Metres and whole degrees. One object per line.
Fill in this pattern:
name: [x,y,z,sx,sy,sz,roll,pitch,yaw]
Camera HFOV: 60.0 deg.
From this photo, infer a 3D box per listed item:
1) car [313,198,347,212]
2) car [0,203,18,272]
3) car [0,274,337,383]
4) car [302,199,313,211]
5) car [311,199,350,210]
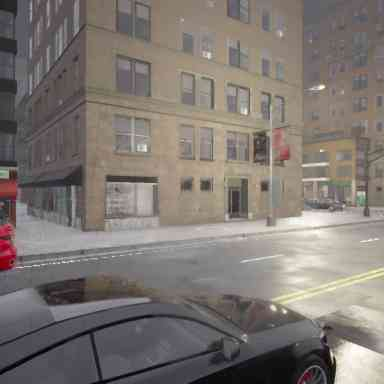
car: [15.159,1.484,38.252,2.128,1.511,4.902,0,0,-35]
car: [-6.723,1.221,6.875,5.566,2.045,2.150,0,0,-36]
car: [-0.663,1.526,2.966,4.674,1.442,1.812,0,0,-35]
car: [11.516,1.421,39.014,1.967,1.590,4.097,0,0,-35]
car: [18.072,1.578,43.642,1.947,1.339,4.313,0,0,-35]
